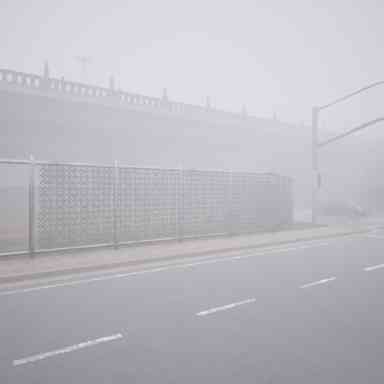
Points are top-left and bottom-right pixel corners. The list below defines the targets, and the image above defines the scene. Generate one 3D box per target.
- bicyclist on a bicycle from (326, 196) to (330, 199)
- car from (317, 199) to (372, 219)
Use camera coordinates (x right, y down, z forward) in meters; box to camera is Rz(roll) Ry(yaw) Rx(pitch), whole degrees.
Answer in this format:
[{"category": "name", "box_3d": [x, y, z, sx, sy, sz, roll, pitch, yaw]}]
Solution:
[{"category": "bicyclist on a bicycle", "box_3d": [17.728, 1.356, 43.298, 1.656, 1.620, 0.582, 0, 0, -36]}, {"category": "car", "box_3d": [13.734, 1.408, 30.142, 2.097, 1.767, 4.553, 0, 0, -37]}]
